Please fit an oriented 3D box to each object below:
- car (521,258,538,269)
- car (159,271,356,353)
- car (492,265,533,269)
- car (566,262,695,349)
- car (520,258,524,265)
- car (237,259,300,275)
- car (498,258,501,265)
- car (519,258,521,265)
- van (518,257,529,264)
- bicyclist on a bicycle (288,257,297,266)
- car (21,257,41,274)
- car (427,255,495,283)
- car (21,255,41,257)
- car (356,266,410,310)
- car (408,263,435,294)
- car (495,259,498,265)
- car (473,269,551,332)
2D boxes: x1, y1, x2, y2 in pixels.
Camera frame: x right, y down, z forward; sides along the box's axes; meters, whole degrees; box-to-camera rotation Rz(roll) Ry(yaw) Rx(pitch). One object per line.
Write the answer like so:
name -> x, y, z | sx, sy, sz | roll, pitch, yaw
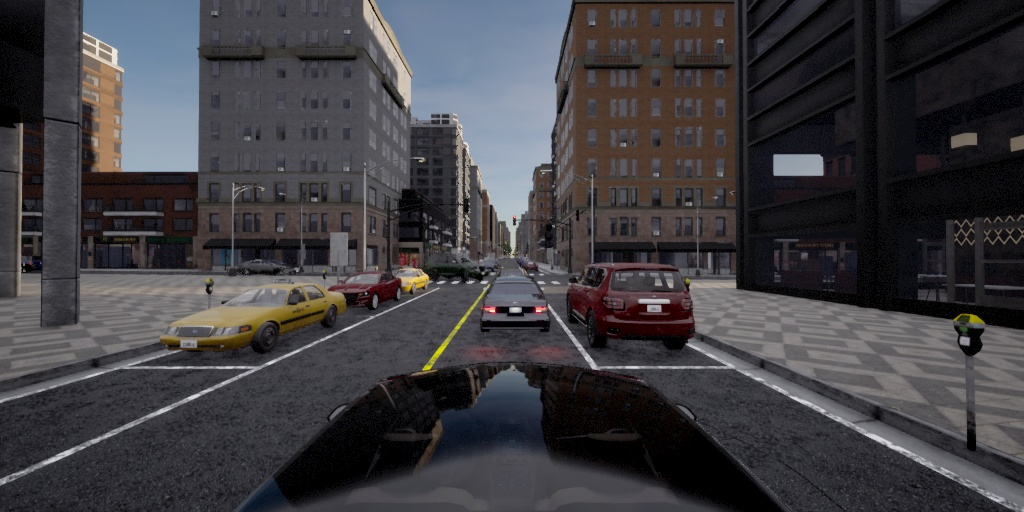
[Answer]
car -> 2.545, 1.343, 47.370 | 1.802, 1.307, 4.207 | 0, 0, 0
car -> -5.876, 1.277, 8.917 | 1.751, 1.417, 4.829 | 0, 0, 0
car -> 0.019, 1.355, 20.560 | 1.895, 1.301, 4.718 | 0, 0, 0
car -> 2.649, 1.066, 9.102 | 2.192, 1.841, 5.009 | 0, 0, 0
car -> 2.530, 1.344, 53.043 | 1.802, 1.307, 4.207 | 0, 0, 0
car -> -21.301, 1.052, 31.506 | 4.902, 1.511, 2.128 | 1, -1, 0
car -> -3.231, 1.328, 56.651 | 1.994, 1.385, 4.181 | 0, 0, 0
car -> 2.514, 1.347, 58.717 | 1.802, 1.307, 4.207 | 0, 0, 0
van -> 2.499, 1.108, 64.390 | 1.690, 1.789, 3.998 | 0, 0, 0
bicyclist on a bicycle -> -23.110, 0.909, 37.751 | 0.582, 1.620, 1.656 | 0, 0, 0
car -> -45.323, 0.942, 31.615 | 4.718, 1.301, 1.895 | 1, -1, 1
car -> -4.387, 0.944, 28.267 | 5.566, 2.045, 2.150 | 0, -1, 35
car -> -47.615, 0.704, 34.735 | 4.553, 1.767, 2.097 | 1, -1, 1
car -> -5.892, 1.298, 14.712 | 1.888, 1.381, 4.507 | 0, 0, 0
car -> -5.907, 1.279, 20.166 | 1.751, 1.417, 4.829 | 0, 0, 0
car -> -3.246, 1.308, 46.796 | 2.033, 1.411, 5.357 | 0, 0, -4
car -> 0.067, 1.299, 10.833 | 2.033, 1.411, 5.357 | 0, 0, 0
